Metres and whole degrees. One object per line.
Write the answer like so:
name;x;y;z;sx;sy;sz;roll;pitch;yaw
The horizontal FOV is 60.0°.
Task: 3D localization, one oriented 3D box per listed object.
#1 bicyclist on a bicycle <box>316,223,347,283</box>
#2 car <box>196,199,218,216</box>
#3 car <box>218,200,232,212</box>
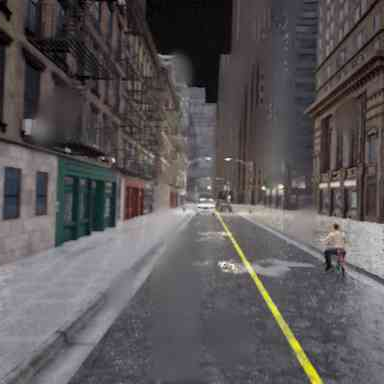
bicyclist on a bicycle;4.109;1.698;9.626;0.866;1.612;1.509;2;-1;3
car;1.698;1.868;41.416;2.150;2.045;5.566;2;-1;3
car;5.512;2.483;54.846;1.837;1.490;4.892;2;0;3
